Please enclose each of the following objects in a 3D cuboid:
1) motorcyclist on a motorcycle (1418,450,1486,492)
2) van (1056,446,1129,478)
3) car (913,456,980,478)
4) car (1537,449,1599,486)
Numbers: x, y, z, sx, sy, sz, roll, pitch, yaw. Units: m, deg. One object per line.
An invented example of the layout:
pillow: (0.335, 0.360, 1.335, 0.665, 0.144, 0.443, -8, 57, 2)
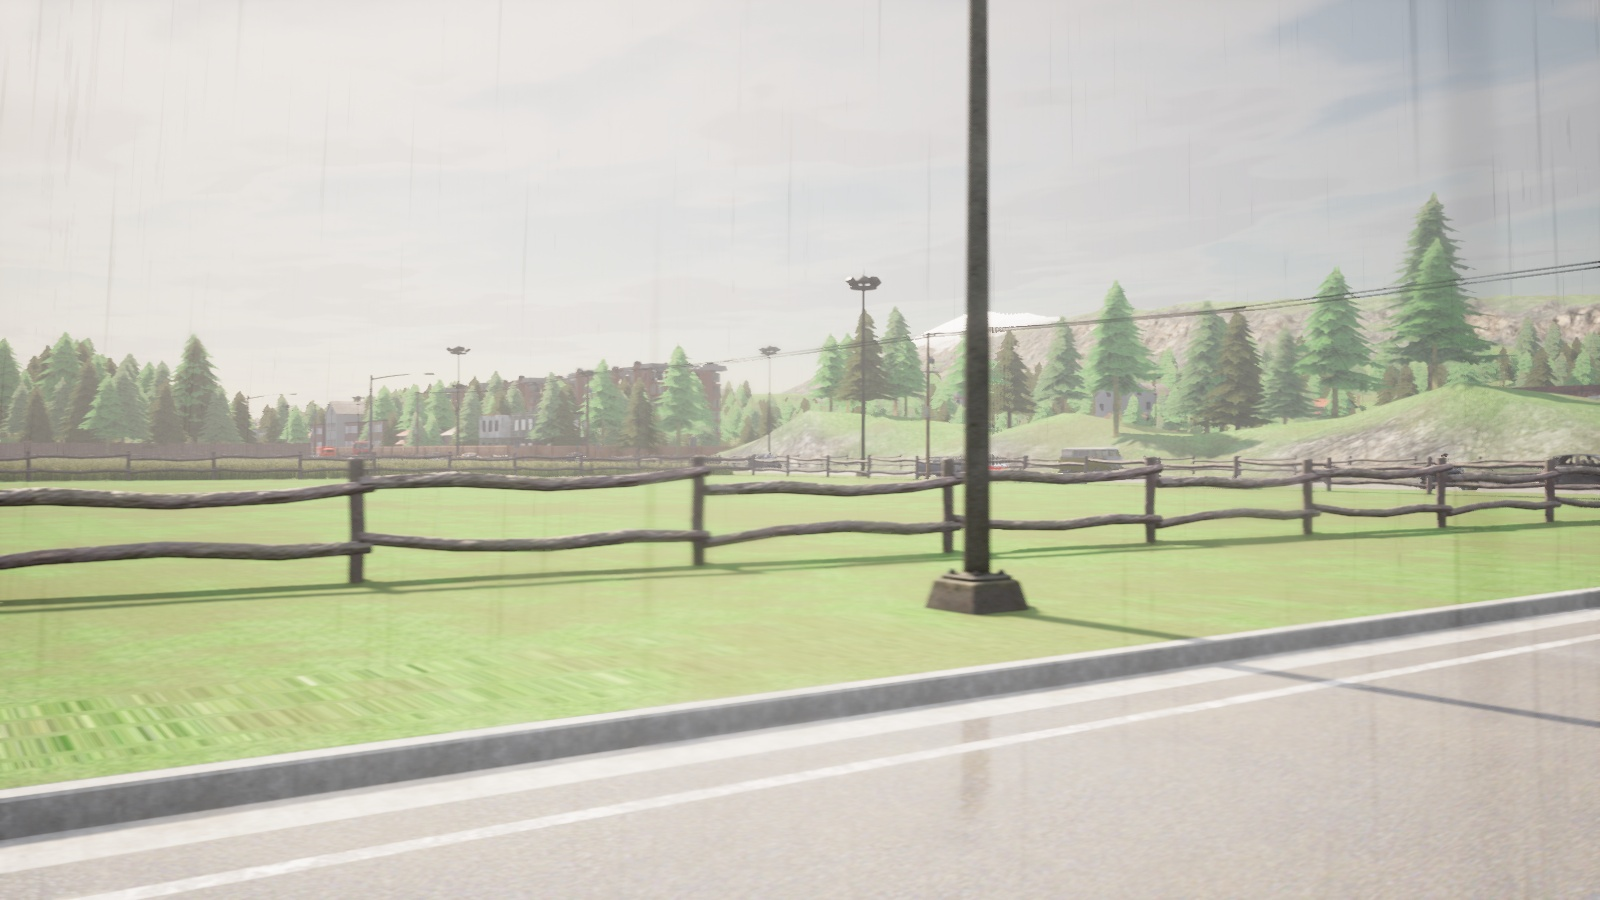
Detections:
motorcyclist on a motorcycle: (26.469, 0.830, 50.999, 0.766, 1.649, 2.350, 0, 0, -35)
van: (18.625, 0.734, 80.096, 1.775, 1.987, 4.442, 0, 0, -35)
car: (9.439, 1.057, 80.923, 1.994, 1.385, 4.181, 0, 0, -36)
car: (35.601, 0.785, 56.279, 1.851, 1.617, 3.988, 0, 0, -35)
